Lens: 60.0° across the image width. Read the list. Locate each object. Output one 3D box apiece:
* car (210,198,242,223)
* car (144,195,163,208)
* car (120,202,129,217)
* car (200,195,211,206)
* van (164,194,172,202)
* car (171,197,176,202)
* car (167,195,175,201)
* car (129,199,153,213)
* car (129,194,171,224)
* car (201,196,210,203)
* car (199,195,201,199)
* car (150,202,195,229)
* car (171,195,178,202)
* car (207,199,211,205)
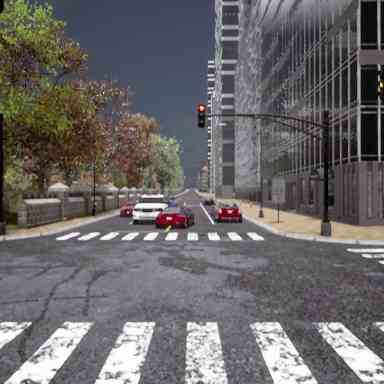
[{"bbox_3d":[2.740,1.459,25.958,1.967,1.590,4.097,0,0,0],"label":"car"},{"bbox_3d":[-5.597,1.349,48.701,2.192,1.841,5.009,0,0,0],"label":"car"},{"bbox_3d":[-5.630,1.568,31.652,1.887,1.381,4.507,0,0,0],"label":"car"},{"bbox_3d":[2.794,1.601,54.363,1.947,1.339,4.313,0,0,0],"label":"car"},{"bbox_3d":[-5.542,1.365,77.117,1.690,1.788,3.998,0,0,0],"label":"van"},{"bbox_3d":[-3.031,1.552,35.590,1.812,1.442,4.674,0,0,0],"label":"car"},{"bbox_3d":[-5.521,1.590,88.483,1.802,1.307,4.206,0,0,0],"label":"car"},{"bbox_3d":[-5.619,1.578,37.335,2.008,1.369,4.403,0,0,0],"label":"car"},{"bbox_3d":[-3.055,1.240,25.437,2.150,2.045,5.566,0,0,0],"label":"car"},{"bbox_3d":[2.828,1.554,71.580,1.752,1.417,4.829,0,0,0],"label":"car"},{"bbox_3d":[2.806,1.475,60.044,1.967,1.590,4.097,0,0,0],"label":"car"},{"bbox_3d":[-1.027,1.580,22.162,1.994,1.385,4.181,0,0,10],"label":"car"},{"bbox_3d":[-3.003,1.385,45.800,2.097,1.767,4.553,0,0,0],"label":"car"},{"bbox_3d":[2.751,1.589,31.638,1.947,1.339,4.313,0,0,0],"label":"car"}]
